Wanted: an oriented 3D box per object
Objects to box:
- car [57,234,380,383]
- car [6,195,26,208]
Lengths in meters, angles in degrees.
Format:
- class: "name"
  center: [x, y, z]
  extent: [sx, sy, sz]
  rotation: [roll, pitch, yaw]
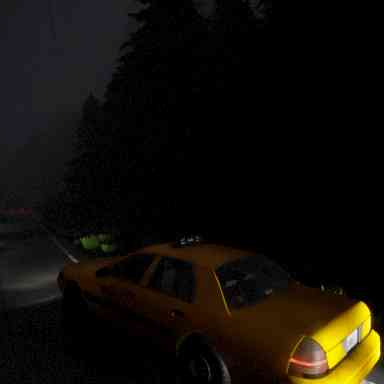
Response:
- class: "car"
  center: [-0.253, 1.418, 5.080]
  extent: [5.366, 1.575, 1.801]
  rotation: [1, 1, 44]
- class: "car"
  center: [-21.135, 1.060, 40.055]
  extent: [2.128, 1.511, 4.902]
  rotation: [-2, 2, -26]
